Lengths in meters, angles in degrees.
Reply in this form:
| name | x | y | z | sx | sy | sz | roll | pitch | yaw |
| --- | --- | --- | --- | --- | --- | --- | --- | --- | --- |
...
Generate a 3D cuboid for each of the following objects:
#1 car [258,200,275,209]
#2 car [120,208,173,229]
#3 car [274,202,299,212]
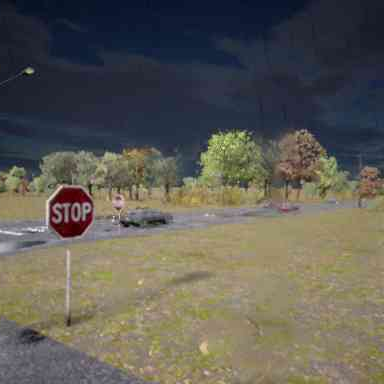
| name | x | y | z | sx | sy | sz | roll | pitch | yaw |
| --- | --- | --- | --- | --- | --- | --- | --- | --- | --- |
| car | 13.551 | 2.177 | 59.677 | 2.128 | 1.511 | 4.902 | 1 | 1 | 36 |
| car | -3.259 | 1.842 | 24.460 | 1.994 | 1.385 | 4.181 | 1 | 0 | 36 |
| car | 14.132 | 2.190 | 48.529 | 1.994 | 1.385 | 4.181 | 1 | 0 | 36 |
